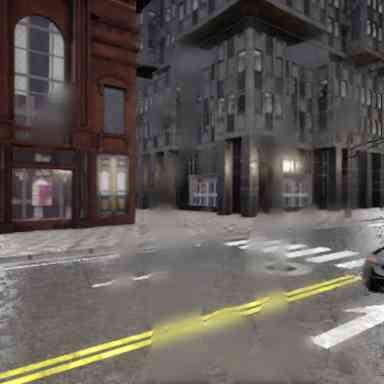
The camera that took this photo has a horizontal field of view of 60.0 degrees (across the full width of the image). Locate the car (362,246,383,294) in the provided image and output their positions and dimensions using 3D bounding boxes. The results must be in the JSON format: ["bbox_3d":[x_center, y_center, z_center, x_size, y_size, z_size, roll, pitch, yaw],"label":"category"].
[{"bbox_3d":[5.709,1.519,7.543,4.181,1.385,1.994,-1,0,-36],"label":"car"}]
